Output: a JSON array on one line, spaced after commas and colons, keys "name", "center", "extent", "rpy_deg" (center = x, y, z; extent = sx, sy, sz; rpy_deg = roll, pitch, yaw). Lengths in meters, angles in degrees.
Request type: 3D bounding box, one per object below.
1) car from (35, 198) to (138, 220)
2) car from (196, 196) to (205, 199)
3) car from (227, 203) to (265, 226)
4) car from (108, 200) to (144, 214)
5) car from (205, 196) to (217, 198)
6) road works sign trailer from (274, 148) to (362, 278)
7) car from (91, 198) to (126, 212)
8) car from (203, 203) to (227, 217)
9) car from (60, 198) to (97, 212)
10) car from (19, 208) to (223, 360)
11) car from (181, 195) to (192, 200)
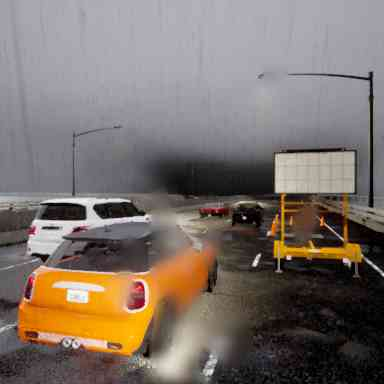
[{"name": "car", "center": [-3.050, 1.224, 11.561], "extent": [2.150, 2.045, 5.566], "rpy_deg": [0, 0, 16]}, {"name": "car", "center": [2.330, 1.595, 78.967], "extent": [1.895, 1.301, 4.718], "rpy_deg": [0, 0, 17]}, {"name": "car", "center": [4.039, 1.484, 23.531], "extent": [1.882, 1.535, 5.008], "rpy_deg": [0, 0, 16]}, {"name": "car", "center": [-7.077, 1.609, 36.120], "extent": [1.895, 1.301, 4.718], "rpy_deg": [0, 0, 16]}, {"name": "car", "center": [4.938, 1.555, 75.563], "extent": [1.994, 1.385, 4.181], "rpy_deg": [0, 0, 17]}, {"name": "road works sign trailer", "center": [3.785, 0.468, 10.399], "extent": [2.380, 3.560, 2.880], "rpy_deg": [0, 0, 16]}, {"name": "car", "center": [-9.780, 1.535, 39.322], "extent": [1.812, 1.442, 4.674], "rpy_deg": [0, 0, 16]}, {"name": "car", "center": [2.089, 1.608, 29.353], "extent": [1.895, 1.301, 4.718], "rpy_deg": [0, 0, 16]}, {"name": "car", "center": [-13.361, 1.535, 39.553], "extent": [1.812, 1.442, 4.674], "rpy_deg": [0, 0, 16]}, {"name": "car", "center": [-0.901, 1.354, 6.309], "extent": [2.097, 1.767, 4.553], "rpy_deg": [0, 0, 15]}, {"name": "car", "center": [-1.249, 1.526, 79.243], "extent": [1.812, 1.442, 4.674], "rpy_deg": [0, 0, 17]}]
